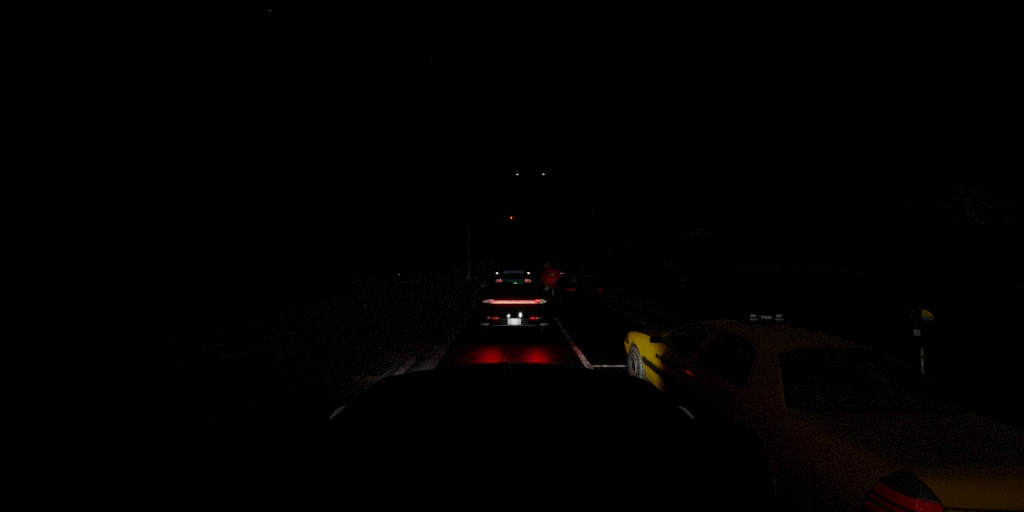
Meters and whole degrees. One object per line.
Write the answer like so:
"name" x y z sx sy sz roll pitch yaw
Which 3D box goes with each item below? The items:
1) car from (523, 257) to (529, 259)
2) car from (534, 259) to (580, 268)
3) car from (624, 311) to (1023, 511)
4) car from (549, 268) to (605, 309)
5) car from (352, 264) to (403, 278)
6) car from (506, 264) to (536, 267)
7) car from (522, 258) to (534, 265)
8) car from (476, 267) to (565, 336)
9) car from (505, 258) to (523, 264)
"car" 2.721 1.403 62.960 1.888 1.381 4.507 0 0 0
"car" 2.663 1.076 20.219 2.192 1.841 5.009 0 0 0
"car" 2.642 1.276 4.042 1.751 1.417 4.829 0 0 0
"car" 2.656 1.338 14.770 1.802 1.307 4.207 0 0 0
"car" -12.208 1.343 31.807 4.718 1.301 1.895 0 -1 0
"car" 0.053 1.325 19.337 1.994 1.385 4.181 0 0 -1
"car" 2.699 1.356 46.648 1.888 1.381 4.507 0 0 0
"car" 0.077 1.245 10.393 2.128 1.511 4.902 0 0 1
"car" 0.119 1.317 47.271 1.837 1.490 4.892 0 0 0
